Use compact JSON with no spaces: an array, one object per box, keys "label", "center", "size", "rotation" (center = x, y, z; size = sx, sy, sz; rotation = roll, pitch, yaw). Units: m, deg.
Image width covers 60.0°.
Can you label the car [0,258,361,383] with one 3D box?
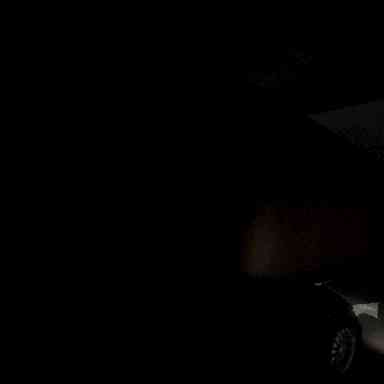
[{"label":"car","center":[0.020,1.525,3.806],"size":[4.674,1.442,1.812],"rotation":[0,0,-35]}]
